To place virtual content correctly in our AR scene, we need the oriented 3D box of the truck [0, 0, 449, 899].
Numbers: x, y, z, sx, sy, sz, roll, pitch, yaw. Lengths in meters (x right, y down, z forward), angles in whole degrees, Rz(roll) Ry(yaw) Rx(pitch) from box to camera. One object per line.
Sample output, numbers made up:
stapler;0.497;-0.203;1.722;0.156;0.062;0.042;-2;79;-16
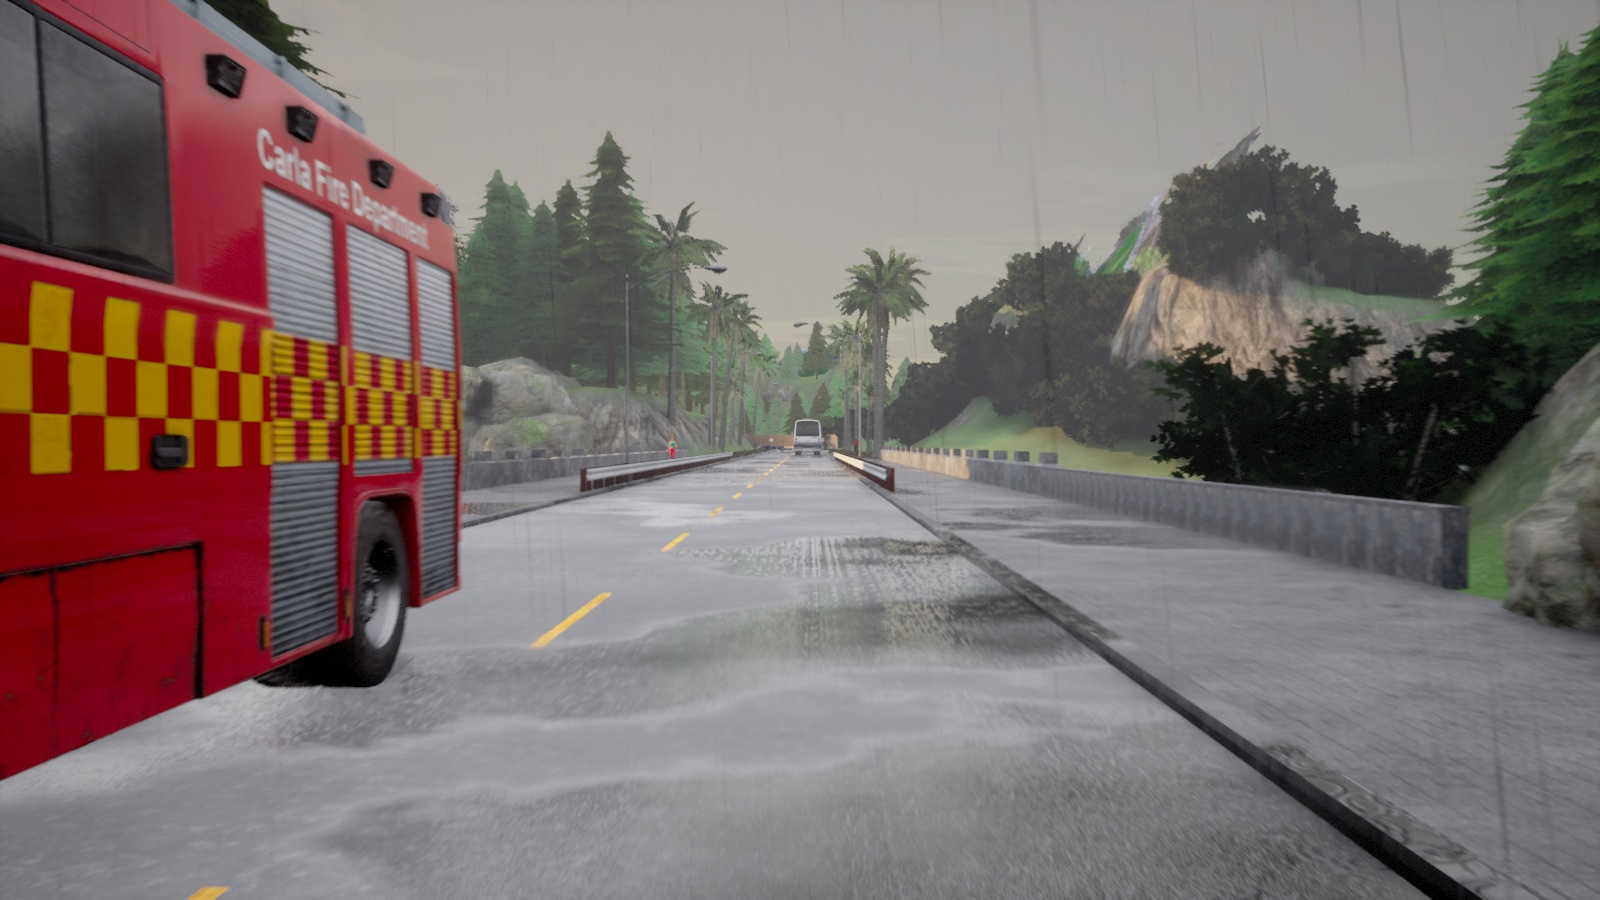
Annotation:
truck;-3.957;-0.448;4.636;2.891;3.827;8.468;0;0;0
